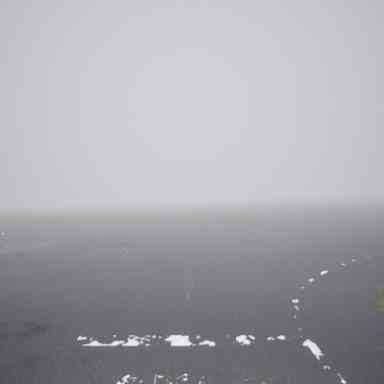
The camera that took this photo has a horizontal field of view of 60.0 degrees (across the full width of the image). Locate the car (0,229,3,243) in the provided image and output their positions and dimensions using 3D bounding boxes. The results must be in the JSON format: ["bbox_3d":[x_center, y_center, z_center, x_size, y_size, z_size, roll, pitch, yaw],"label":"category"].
[{"bbox_3d":[-11.047,1.733,14.863,4.553,1.767,2.097,-2,1,0],"label":"car"}]
